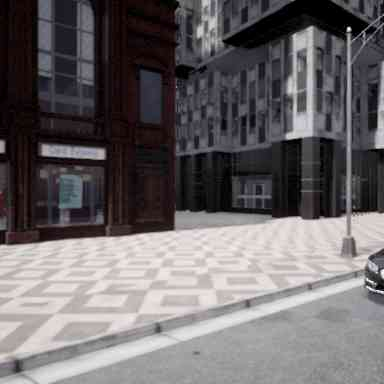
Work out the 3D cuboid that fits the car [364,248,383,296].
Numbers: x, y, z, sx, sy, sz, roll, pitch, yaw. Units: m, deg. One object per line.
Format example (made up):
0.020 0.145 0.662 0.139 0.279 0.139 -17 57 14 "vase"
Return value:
5.804 1.492 7.521 4.902 1.511 2.128 0 0 -35 "car"
